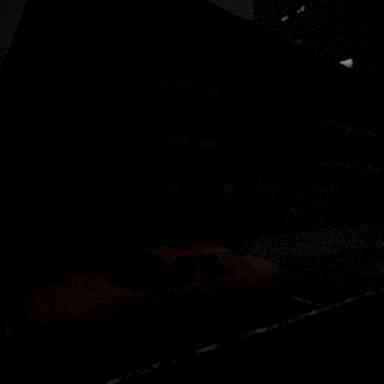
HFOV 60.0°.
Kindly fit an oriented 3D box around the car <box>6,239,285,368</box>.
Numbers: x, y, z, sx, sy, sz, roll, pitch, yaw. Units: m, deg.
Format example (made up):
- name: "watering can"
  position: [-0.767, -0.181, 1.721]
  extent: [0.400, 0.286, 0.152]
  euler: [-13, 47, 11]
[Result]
- name: "car"
  position: [-0.436, 1.541, 5.761]
  extent: [4.829, 1.417, 1.752]
  euler: [0, 1, -35]
